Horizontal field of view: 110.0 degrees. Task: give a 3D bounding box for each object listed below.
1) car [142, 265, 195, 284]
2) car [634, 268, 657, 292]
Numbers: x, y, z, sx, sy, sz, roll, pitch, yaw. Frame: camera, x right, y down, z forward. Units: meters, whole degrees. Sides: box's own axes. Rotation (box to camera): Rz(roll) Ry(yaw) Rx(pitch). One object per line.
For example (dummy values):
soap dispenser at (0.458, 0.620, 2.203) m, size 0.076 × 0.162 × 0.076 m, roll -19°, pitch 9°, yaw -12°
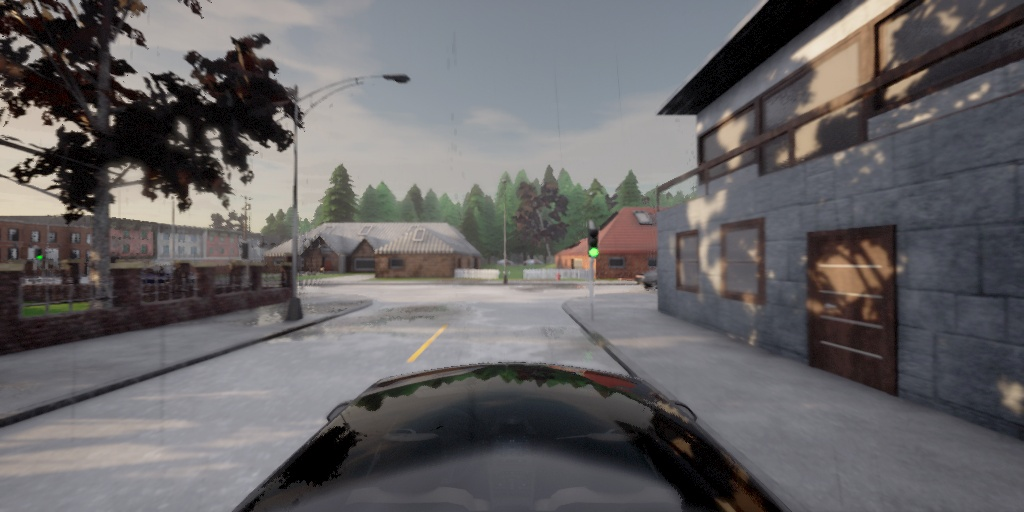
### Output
car at (-21.950, 1.355, 22.776) m, size 4.553 × 1.767 × 2.097 m, roll 0°, pitch -1°, yaw 0°
car at (10.391, 1.498, 22.953) m, size 4.902 × 1.511 × 2.128 m, roll 0°, pitch -1°, yaw 2°
